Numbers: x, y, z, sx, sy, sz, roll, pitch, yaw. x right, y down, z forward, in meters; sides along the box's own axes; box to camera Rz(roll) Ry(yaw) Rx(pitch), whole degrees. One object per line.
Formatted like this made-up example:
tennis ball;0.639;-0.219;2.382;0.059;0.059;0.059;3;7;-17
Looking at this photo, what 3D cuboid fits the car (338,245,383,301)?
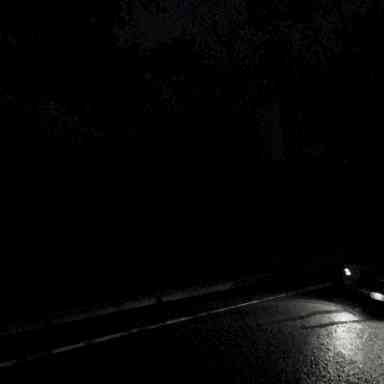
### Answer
car;5.646;1.497;7.441;5.357;1.411;2.033;0;0;-32
